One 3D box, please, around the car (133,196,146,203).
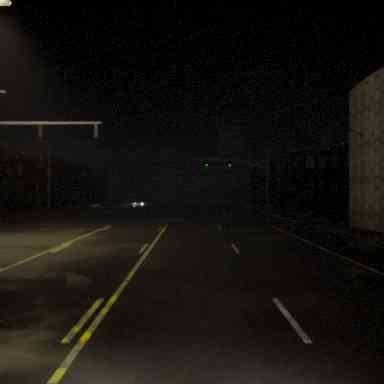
[{"bbox_3d":[-10.685,1.548,67.702,1.895,1.301,4.718,0,0,0],"label":"car"}]
